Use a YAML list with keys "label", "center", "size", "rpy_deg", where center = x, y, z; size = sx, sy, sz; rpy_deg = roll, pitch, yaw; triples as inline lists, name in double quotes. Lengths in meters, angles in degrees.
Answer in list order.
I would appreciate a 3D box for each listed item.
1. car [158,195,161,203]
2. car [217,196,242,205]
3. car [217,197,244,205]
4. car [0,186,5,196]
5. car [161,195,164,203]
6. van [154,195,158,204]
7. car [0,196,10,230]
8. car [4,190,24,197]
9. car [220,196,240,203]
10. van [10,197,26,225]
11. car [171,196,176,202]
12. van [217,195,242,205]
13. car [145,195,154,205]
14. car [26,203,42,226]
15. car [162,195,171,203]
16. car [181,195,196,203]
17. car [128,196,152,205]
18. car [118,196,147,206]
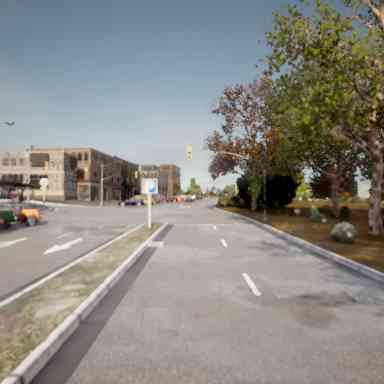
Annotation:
- label: "car"
  center: [-10.062, 1.992, 74.433]
  size: [4.892, 1.521, 2.231]
  rpy_deg: [-1, -1, -14]
- label: "car"
  center: [7.622, 1.754, 68.055]
  size: [4.553, 1.767, 2.185]
  rpy_deg: [1, -1, -14]
- label: "car"
  center: [8.156, 1.903, 71.048]
  size: [5.366, 1.575, 1.946]
  rpy_deg: [1, -1, -13]
- label: "car"
  center: [-31.195, 0.056, 53.409]
  size: [2.435, 2.045, 5.566]
  rpy_deg: [6, -3, -19]
- label: "car"
  center: [-9.691, 2.057, 77.428]
  size: [4.674, 1.452, 2.002]
  rpy_deg: [-1, 0, -13]
- label: "van"
  center: [-10.288, 1.737, 71.464]
  size: [4.442, 1.987, 1.878]
  rpy_deg: [-1, -1, -14]
- label: "car"
  center: [-13.731, 1.436, 18.658]
  size: [5.566, 2.045, 2.435]
  rpy_deg: [-1, -1, -20]
- label: "car"
  center: [-28.200, 0.618, 53.345]
  size: [2.002, 1.452, 4.674]
  rpy_deg: [6, -3, -19]
- label: "car"
  center: [9.403, 1.874, 82.756]
  size: [4.553, 1.767, 2.185]
  rpy_deg: [1, -1, -12]
- label: "van"
  center: [-13.617, 1.493, 21.694]
  size: [4.442, 1.987, 1.878]
  rpy_deg: [-1, -1, -19]
- label: "car"
  center: [-8.062, 1.870, 89.421]
  size: [5.566, 2.045, 2.435]
  rpy_deg: [-1, -1, -12]
- label: "van"
  center: [7.240, 1.629, 65.087]
  size: [4.442, 1.987, 1.878]
  rpy_deg: [1, 0, -14]
- label: "car"
  center: [-10.843, 1.905, 65.470]
  size: [5.366, 1.575, 1.946]
  rpy_deg: [-1, -1, -15]
- label: "car"
  center: [-13.644, 1.626, 24.670]
  size: [4.553, 1.767, 2.185]
  rpy_deg: [-1, 0, -19]
- label: "car"
  center: [-8.510, 2.135, 86.412]
  size: [4.674, 1.452, 2.002]
  rpy_deg: [-1, 0, -12]
- label: "car"
  center: [-0.851, 2.065, 85.117]
  size: [1.837, 1.490, 4.892]
  rpy_deg: [0, -1, 8]
- label: "car"
  center: [-10.751, 1.812, 68.423]
  size: [4.553, 1.767, 2.185]
  rpy_deg: [-1, -1, -14]
- label: "car"
  center: [-11.486, 1.921, 62.477]
  size: [4.792, 1.488, 2.163]
  rpy_deg: [-1, 0, -15]
